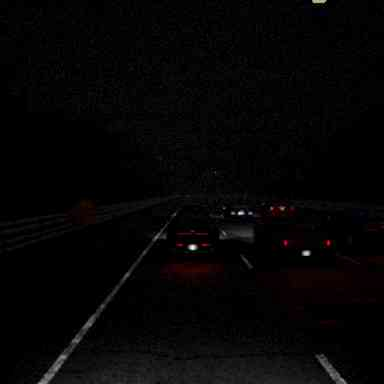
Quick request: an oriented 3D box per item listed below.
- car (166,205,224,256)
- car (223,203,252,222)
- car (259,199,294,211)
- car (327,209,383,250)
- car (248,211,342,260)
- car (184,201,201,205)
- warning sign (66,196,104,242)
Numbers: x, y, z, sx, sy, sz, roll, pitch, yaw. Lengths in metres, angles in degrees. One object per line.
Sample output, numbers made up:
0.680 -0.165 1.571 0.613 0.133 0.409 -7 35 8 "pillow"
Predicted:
0.047 1.502 13.074 1.837 1.490 4.892 0 0 1 "car"
3.525 1.540 25.936 2.033 1.411 5.357 0 0 0 "car"
7.047 1.344 27.987 2.097 1.767 4.553 0 0 1 "car"
7.055 1.474 14.228 1.882 1.535 5.008 0 0 0 "car"
3.540 1.597 12.455 1.895 1.301 4.718 0 0 1 "car"
0.049 1.498 28.091 1.837 1.490 4.892 0 0 1 "car"
-4.547 1.110 14.247 1.300 1.860 1.060 0 0 0 "warning sign"
